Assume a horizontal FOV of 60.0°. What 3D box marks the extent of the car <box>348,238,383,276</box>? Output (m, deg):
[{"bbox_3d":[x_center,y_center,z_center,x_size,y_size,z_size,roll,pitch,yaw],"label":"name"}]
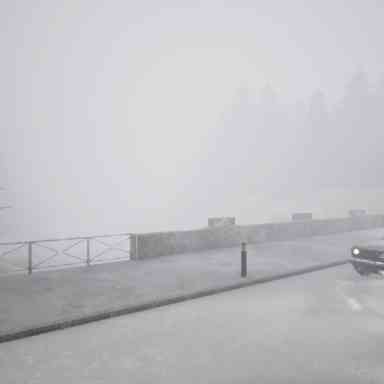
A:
[{"bbox_3d":[6.350,1.601,9.136,4.718,1.301,1.895,0,0,-36],"label":"car"}]
